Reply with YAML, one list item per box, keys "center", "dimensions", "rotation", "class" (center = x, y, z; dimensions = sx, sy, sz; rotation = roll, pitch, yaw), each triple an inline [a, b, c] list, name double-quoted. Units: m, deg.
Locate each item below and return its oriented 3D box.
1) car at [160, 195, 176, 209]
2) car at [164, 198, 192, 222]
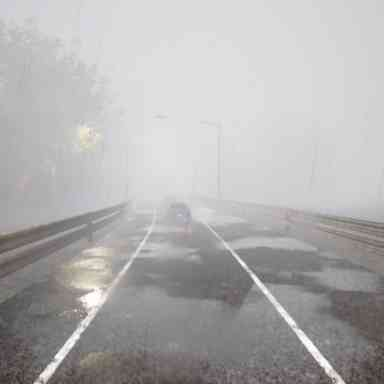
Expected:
- center: [-2.860, 1.198, 41.890]
  dimensions: [2.097, 1.767, 4.553]
  rotation: [0, 0, -8]
  class: "car"
- center: [-1.054, 1.436, 25.524]
  dimensions: [1.812, 1.442, 4.674]
  rotation: [0, 0, -4]
  class: "car"
